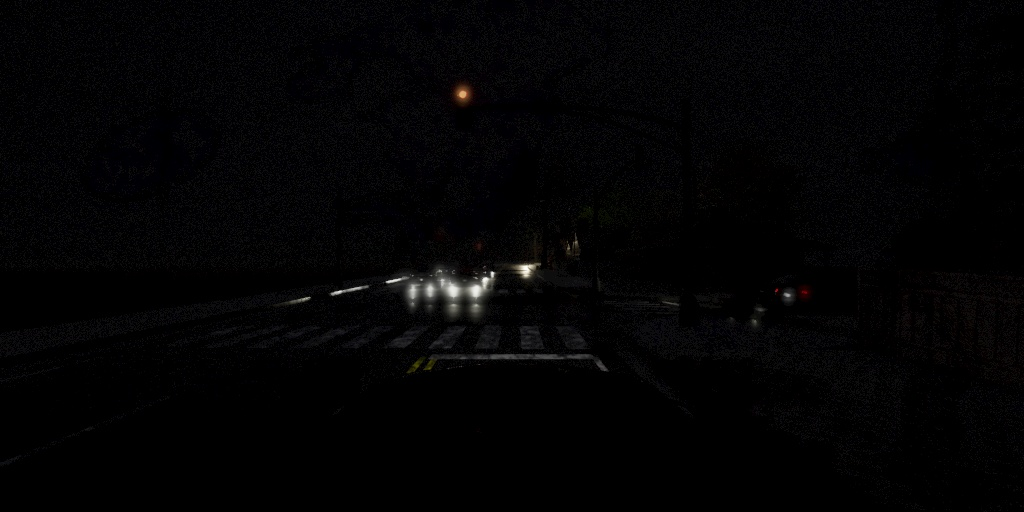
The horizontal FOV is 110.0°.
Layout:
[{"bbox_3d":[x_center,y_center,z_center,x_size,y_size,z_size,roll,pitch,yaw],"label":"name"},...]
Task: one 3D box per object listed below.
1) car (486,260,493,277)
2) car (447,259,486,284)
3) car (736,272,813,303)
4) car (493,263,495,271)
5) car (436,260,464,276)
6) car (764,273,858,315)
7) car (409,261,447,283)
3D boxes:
[{"bbox_3d":[-3.342,1.108,35.688,2.097,1.767,4.553,0,0,0],"label":"car"},{"bbox_3d":[-3.304,1.109,26.859,2.097,1.767,4.553,0,0,-1],"label":"car"},{"bbox_3d":[13.066,1.509,16.556,5.008,1.535,1.882,1,-2,-2],"label":"car"},{"bbox_3d":[-3.326,1.284,48.422,1.812,1.442,4.674,0,0,0],"label":"car"},{"bbox_3d":[-6.593,1.247,38.481,2.128,1.511,4.902,0,0,0],"label":"car"},{"bbox_3d":[12.480,1.499,13.681,4.181,1.385,1.994,1,-2,-2],"label":"car"},{"bbox_3d":[-6.623,1.304,28.170,2.033,1.411,5.357,0,0,-4],"label":"car"}]
